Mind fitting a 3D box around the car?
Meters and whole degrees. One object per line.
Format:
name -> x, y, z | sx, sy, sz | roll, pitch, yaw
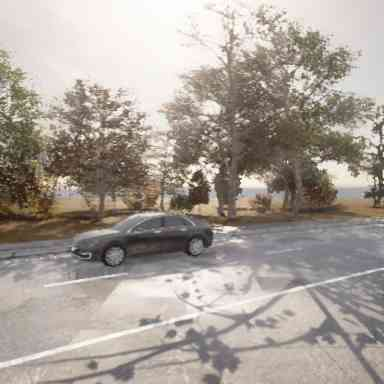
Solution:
car -> -1.514, 1.461, 11.251 | 4.892, 1.490, 1.837 | 0, 0, -33
